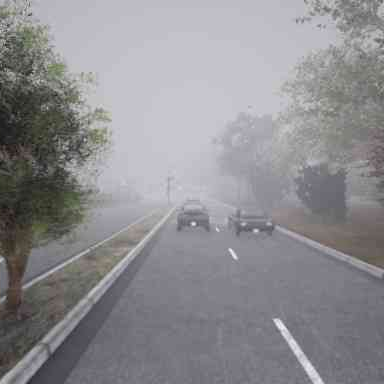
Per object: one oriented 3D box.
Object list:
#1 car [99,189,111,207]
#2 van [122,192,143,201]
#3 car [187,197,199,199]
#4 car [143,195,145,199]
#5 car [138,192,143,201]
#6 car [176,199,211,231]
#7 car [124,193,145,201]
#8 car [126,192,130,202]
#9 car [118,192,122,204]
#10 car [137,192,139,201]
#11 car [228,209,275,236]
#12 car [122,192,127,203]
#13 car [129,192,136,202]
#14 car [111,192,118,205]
[{"bbox_3d":[-13.871,1.017,43.337,5.566,2.045,2.435,-1,1,-20],"label":"car"},{"bbox_3d":[-13.672,0.995,76.434,4.442,1.987,1.878,-1,0,-20],"label":"van"},{"bbox_3d":[0.067,1.292,38.893,2.128,1.511,4.902,0,0,0],"label":"car"},{"bbox_3d":[-13.784,0.972,73.398,5.566,2.045,2.435,-1,0,-20],"label":"car"},{"bbox_3d":[-13.854,0.974,70.362,5.566,2.045,2.435,-1,0,-20],"label":"car"},{"bbox_3d":[0.082,1.446,20.361,1.837,1.490,4.892,0,0,0],"label":"car"},{"bbox_3d":[-13.700,1.096,79.412,4.553,1.767,2.185,-1,0,-19],"label":"car"},{"bbox_3d":[-13.872,1.260,58.345,4.792,1.488,2.163,-1,0,-20],"label":"car"},{"bbox_3d":[-13.879,1.114,52.350,4.553,1.767,2.185,-1,0,-20],"label":"car"},{"bbox_3d":[-13.831,1.266,67.366,4.674,1.452,2.002,-1,0,-20],"label":"car"},{"bbox_3d":[3.085,1.557,18.246,1.895,1.301,4.718,0,0,0],"label":"car"},{"bbox_3d":[-13.853,1.236,55.360,4.892,1.521,2.231,-1,0,-20],"label":"car"},{"bbox_3d":[-13.875,0.978,61.348,5.566,2.045,2.435,-1,0,-20],"label":"car"},{"bbox_3d":[-13.815,1.120,49.364,4.553,1.767,2.185,-1,0,-20],"label":"car"}]
